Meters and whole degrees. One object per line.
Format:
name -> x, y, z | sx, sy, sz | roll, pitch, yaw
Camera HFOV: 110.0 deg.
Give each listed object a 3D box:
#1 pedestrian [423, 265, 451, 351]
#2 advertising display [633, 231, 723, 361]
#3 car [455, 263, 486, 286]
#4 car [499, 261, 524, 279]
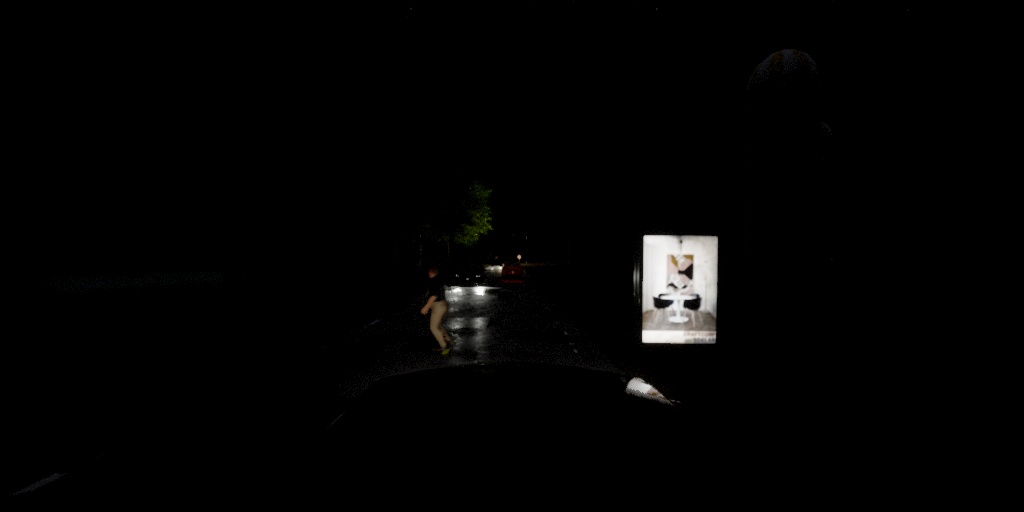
pedestrian -> -1.549, 1.038, 7.446 | 0.375, 1.860, 0.375 | -1, 1, 0
advertising display -> 3.120, 0.768, 6.819 | 1.540, 2.440, 0.280 | 0, 0, 0
car -> -2.876, 1.246, 25.591 | 1.837, 1.490, 4.892 | 0, 0, 0
car -> 0.056, 1.224, 32.683 | 1.882, 1.535, 5.008 | 0, 0, 0
